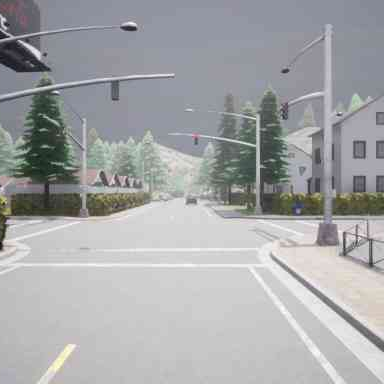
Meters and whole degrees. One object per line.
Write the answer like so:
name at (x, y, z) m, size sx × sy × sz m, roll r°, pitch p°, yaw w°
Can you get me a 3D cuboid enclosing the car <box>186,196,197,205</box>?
car at (-0.089, 1.505, 59.293) m, size 1.837 × 1.490 × 4.892 m, roll 0°, pitch 0°, yaw 0°
